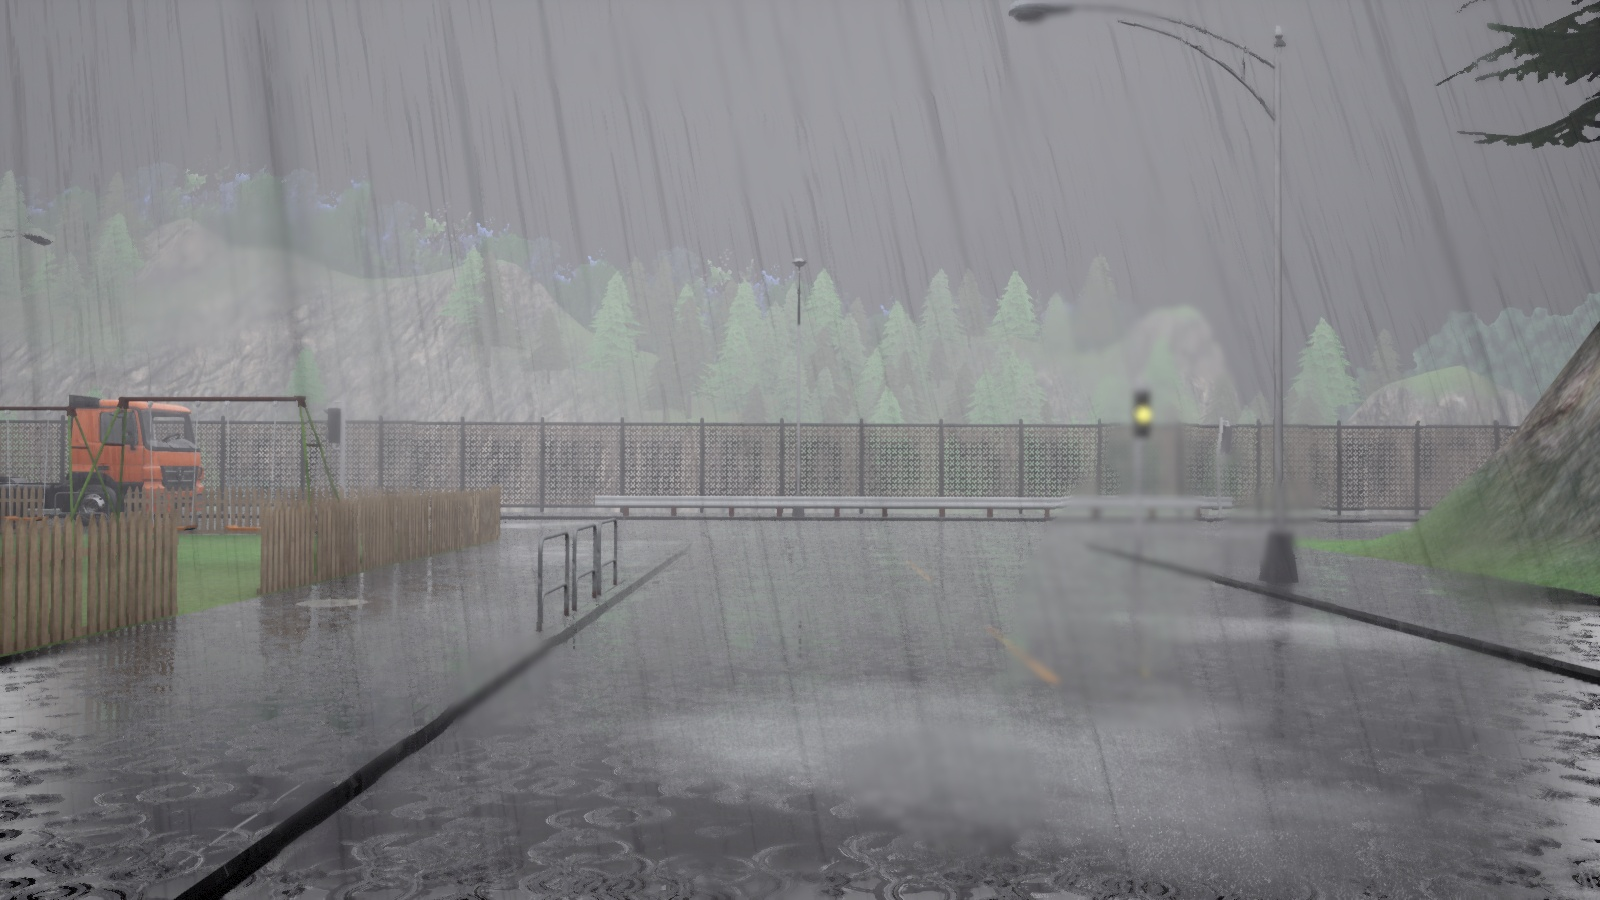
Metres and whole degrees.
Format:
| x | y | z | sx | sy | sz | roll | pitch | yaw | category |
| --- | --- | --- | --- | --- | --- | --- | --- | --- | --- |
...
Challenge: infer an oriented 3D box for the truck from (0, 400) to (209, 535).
| x | y | z | sx | sy | sz | roll | pitch | yaw | category |
| --- | --- | --- | --- | --- | --- | --- | --- | --- | --- |
| -20.482 | 0.478 | 33.609 | 7.936 | 3.462 | 2.891 | 0 | -1 | 0 | truck |
